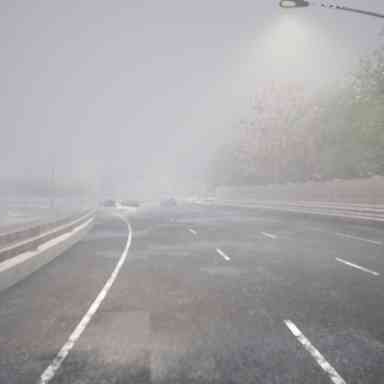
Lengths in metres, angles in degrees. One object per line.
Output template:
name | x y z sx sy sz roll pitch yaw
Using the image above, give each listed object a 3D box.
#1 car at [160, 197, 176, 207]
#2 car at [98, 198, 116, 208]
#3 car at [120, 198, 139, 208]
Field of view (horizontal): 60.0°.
car | -3.627 1.527 50.390 2.128 1.511 4.902 -1 0 -14
car | -13.039 1.649 50.742 1.837 1.490 4.892 0 0 -29
car | -9.741 1.670 51.985 1.994 1.385 4.181 -1 0 -28
